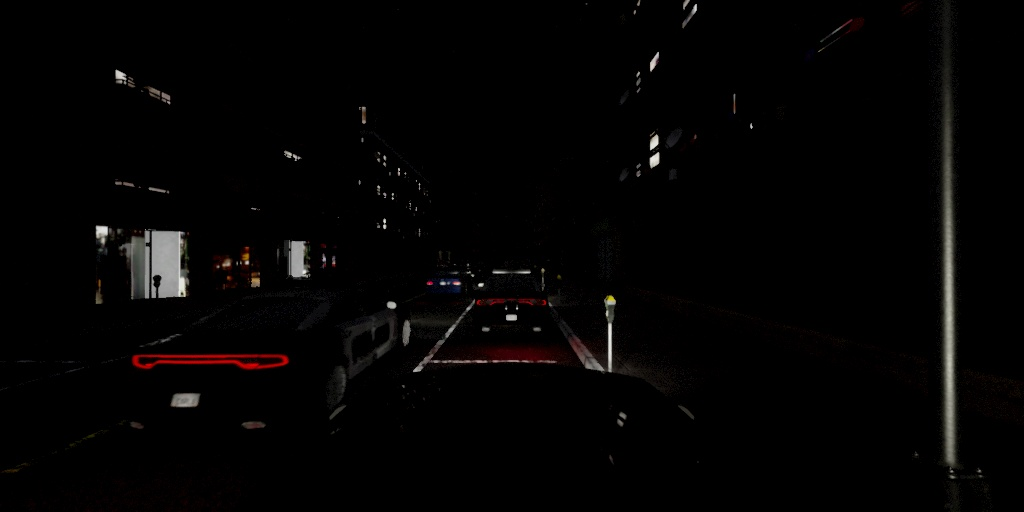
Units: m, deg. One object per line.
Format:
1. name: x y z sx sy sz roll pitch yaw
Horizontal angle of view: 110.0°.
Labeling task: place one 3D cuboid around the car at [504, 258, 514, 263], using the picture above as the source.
1. car: -0.456 1.275 39.173 1.751 1.417 4.829 0 0 0

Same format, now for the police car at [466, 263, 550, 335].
1. police car: -0.011 1.175 10.609 1.930 1.638 5.238 0 0 0

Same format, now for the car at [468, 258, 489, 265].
1. car: -3.092 1.227 37.275 1.882 1.535 5.008 0 0 1

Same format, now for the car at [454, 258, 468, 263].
1. car: -6.192 1.100 45.946 2.097 1.767 4.553 0 0 1

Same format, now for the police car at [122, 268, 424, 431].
1. police car: -3.145 1.175 6.031 1.930 1.638 5.238 0 0 0

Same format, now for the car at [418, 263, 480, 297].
1. car: -3.125 1.298 18.860 2.033 1.411 5.357 0 0 0

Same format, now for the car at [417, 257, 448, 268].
1. car: -8.837 1.064 39.007 2.192 1.841 5.009 0 0 0

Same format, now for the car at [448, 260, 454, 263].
1. car: -8.837 1.188 44.643 1.967 1.591 4.097 0 0 0
